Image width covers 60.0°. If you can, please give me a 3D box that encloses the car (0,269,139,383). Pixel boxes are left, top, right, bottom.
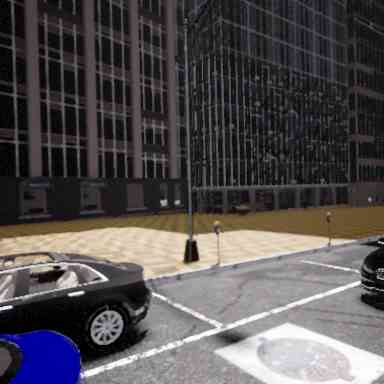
[{"bbox_3d":[-2.741,1.566,1.373,4.674,1.442,1.812,0,0,-36],"label":"car"}]

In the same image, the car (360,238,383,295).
[{"bbox_3d":[5.734,1.450,7.599,4.892,1.490,1.837,-1,0,-36],"label":"car"}]

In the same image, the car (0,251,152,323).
[{"bbox_3d":[-2.693,1.596,4.635,4.403,1.369,2.008,-1,-1,-36],"label":"car"}]
